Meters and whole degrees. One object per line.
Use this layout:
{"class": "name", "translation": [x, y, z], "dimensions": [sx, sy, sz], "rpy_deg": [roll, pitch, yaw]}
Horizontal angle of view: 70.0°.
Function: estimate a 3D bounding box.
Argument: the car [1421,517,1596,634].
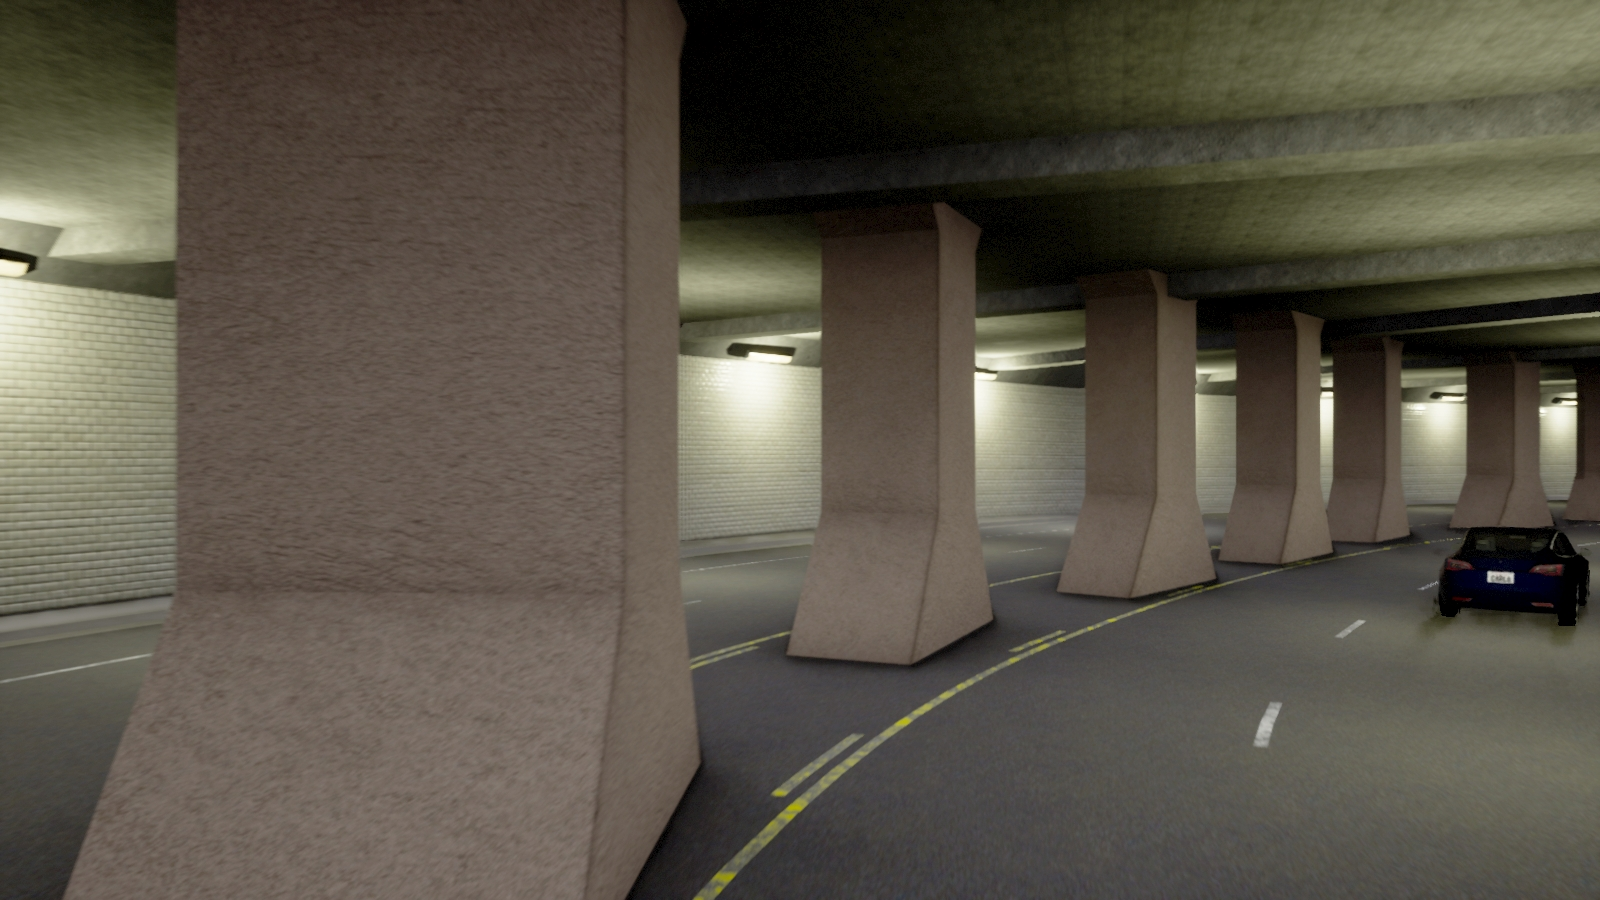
{"class": "car", "translation": [12.498, 2.069, 19.993], "dimensions": [2.163, 1.488, 4.792], "rpy_deg": [0, 0, 37]}
